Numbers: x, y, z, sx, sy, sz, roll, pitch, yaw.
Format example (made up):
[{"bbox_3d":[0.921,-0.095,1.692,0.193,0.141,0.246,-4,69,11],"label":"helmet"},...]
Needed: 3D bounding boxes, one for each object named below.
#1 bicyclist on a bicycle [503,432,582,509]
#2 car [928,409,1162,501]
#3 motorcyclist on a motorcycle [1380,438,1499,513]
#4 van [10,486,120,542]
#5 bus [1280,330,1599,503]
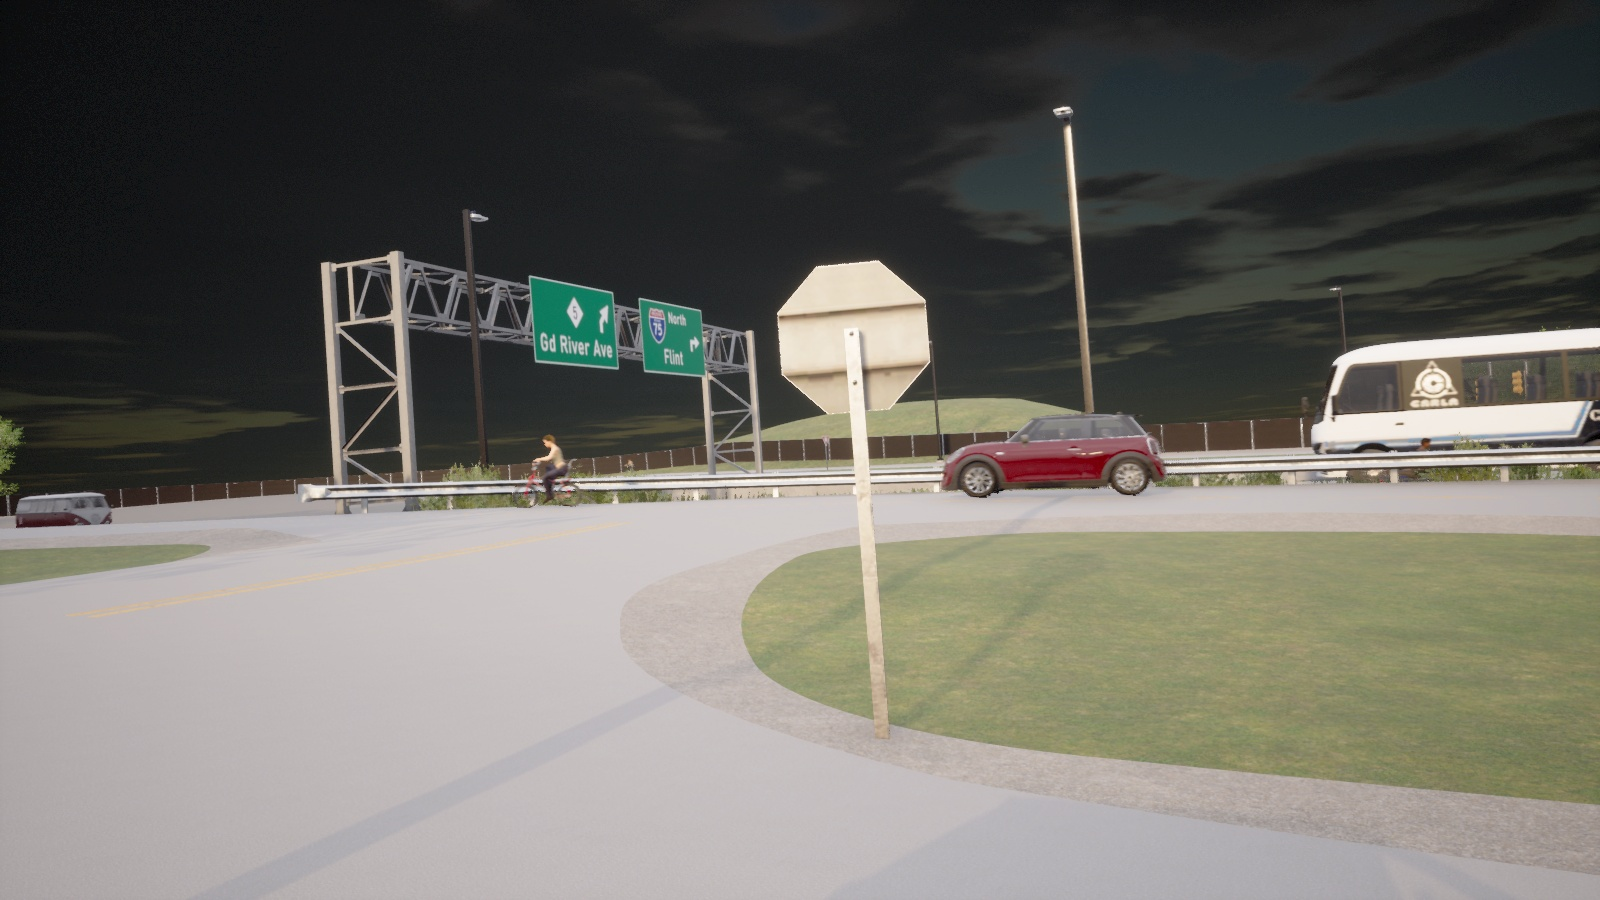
[{"bbox_3d":[-5.638,0.440,27.566,1.509,1.612,0.866,-2,0,-1],"label":"bicyclist on a bicycle"},{"bbox_3d":[5.132,0.106,26.170,4.553,1.767,2.097,-1,0,17],"label":"car"},{"bbox_3d":[14.910,0.608,29.351,2.350,1.649,0.766,-3,0,21],"label":"motorcyclist on a motorcycle"},{"bbox_3d":[-28.461,2.475,48.584,4.442,1.987,1.775,-3,0,32],"label":"van"},{"bbox_3d":[19.082,-0.891,35.235,10.273,4.253,3.944,-3,0,21],"label":"bus"}]
